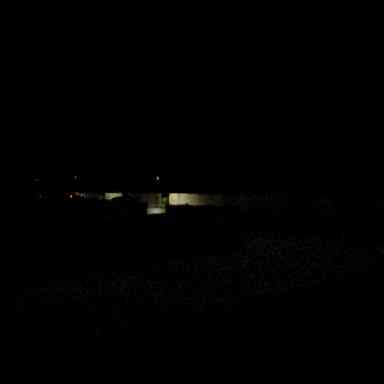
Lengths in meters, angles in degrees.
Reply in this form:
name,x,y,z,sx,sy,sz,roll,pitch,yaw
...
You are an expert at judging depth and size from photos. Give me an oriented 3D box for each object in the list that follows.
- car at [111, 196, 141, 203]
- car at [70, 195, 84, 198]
name,x,y,z,sx,sy,sz,roll,pitch,yaw
car,-6.892,1.144,34.333,1.882,1.535,5.008,-1,1,-35
car,-16.679,1.102,48.219,1.895,1.301,4.718,-1,1,-35
